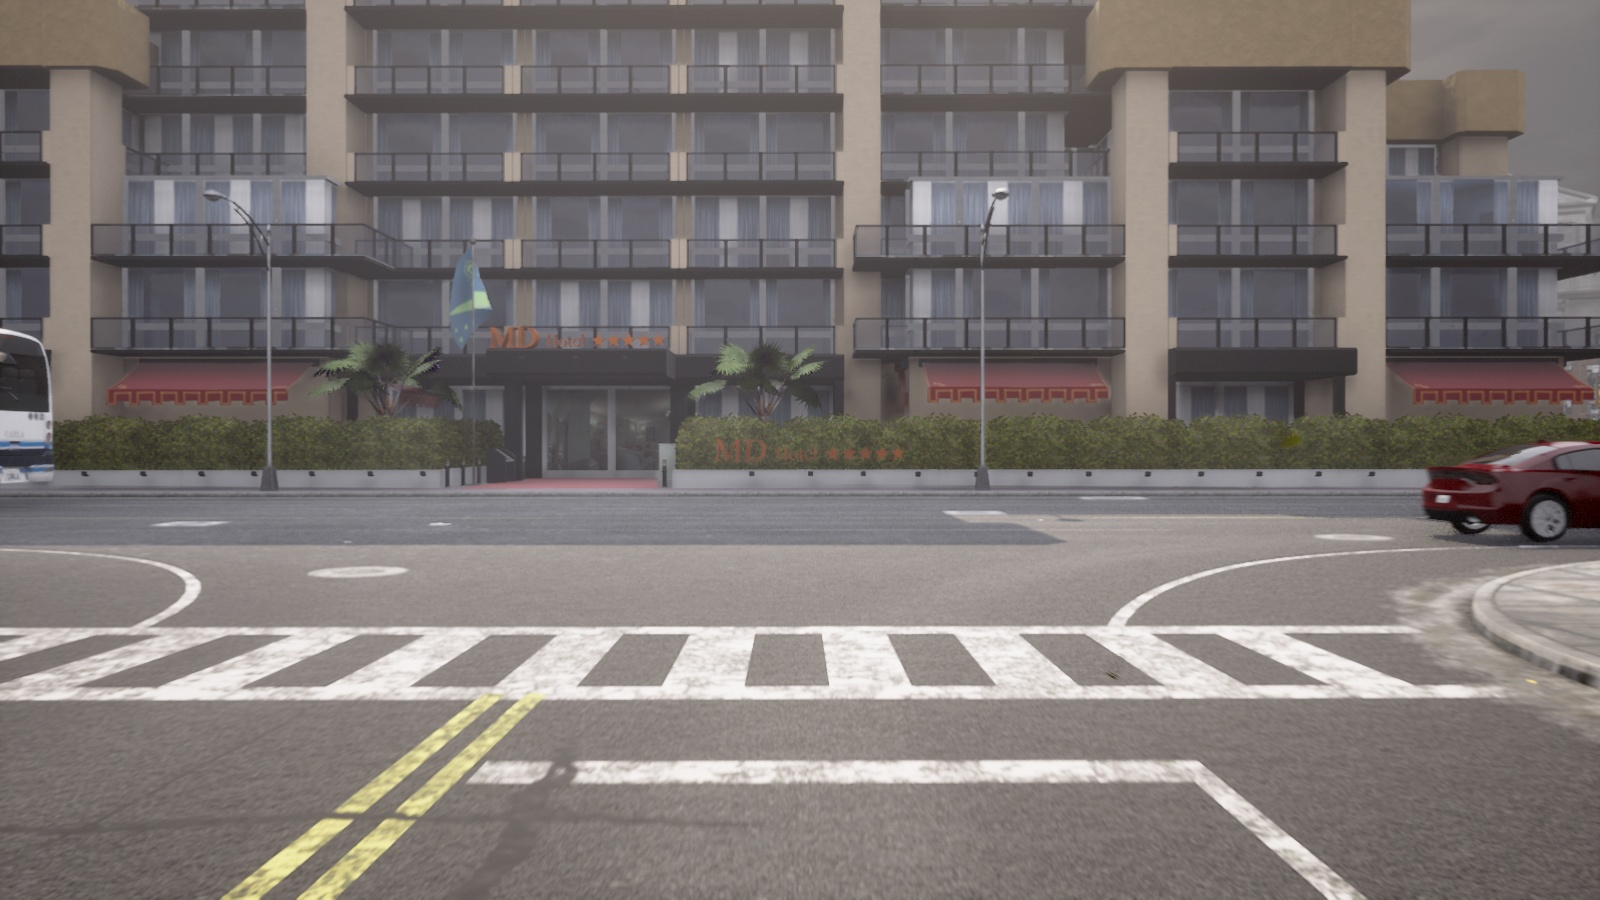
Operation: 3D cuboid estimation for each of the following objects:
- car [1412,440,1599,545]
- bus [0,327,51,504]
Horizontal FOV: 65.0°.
[{"bbox_3d":[12.467,0.624,19.612,5.008,1.535,1.882,0,0,-7],"label":"car"},{"bbox_3d":[-24.317,-0.820,30.190,10.273,4.253,3.944,0,0,0],"label":"bus"}]
